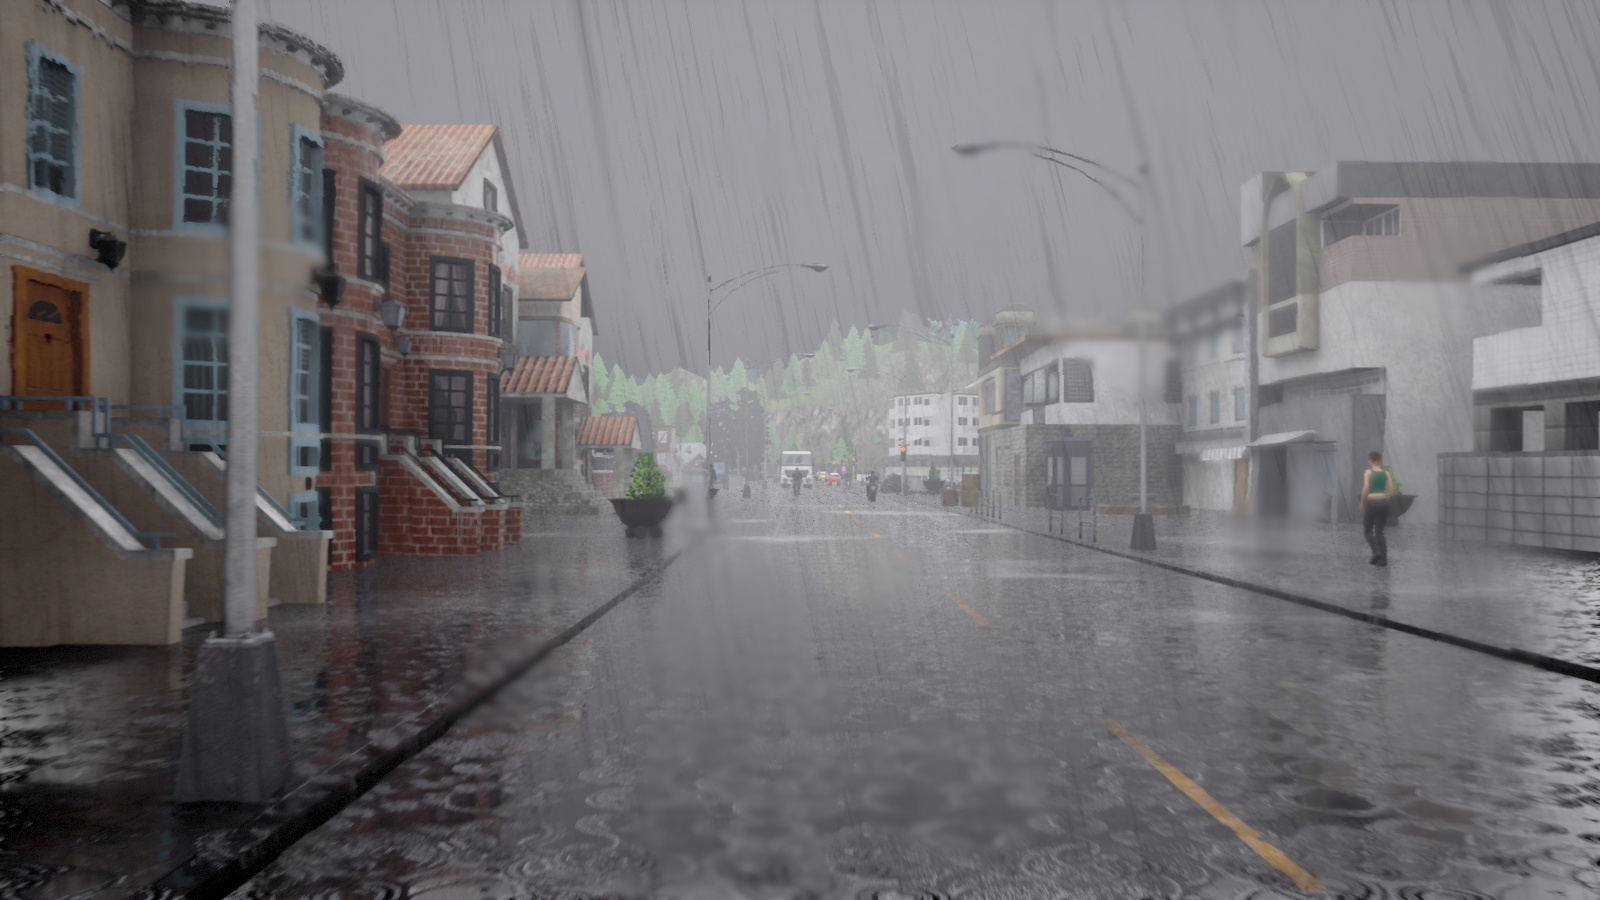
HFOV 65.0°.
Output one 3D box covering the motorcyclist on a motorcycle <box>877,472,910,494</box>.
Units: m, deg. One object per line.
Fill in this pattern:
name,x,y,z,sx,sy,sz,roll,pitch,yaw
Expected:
motorcyclist on a motorcycle,6.676,2.323,89.583,2.191,1.530,0.866,0,0,-19
